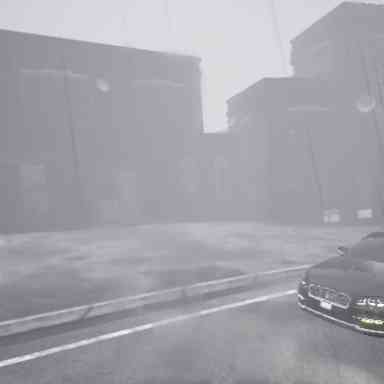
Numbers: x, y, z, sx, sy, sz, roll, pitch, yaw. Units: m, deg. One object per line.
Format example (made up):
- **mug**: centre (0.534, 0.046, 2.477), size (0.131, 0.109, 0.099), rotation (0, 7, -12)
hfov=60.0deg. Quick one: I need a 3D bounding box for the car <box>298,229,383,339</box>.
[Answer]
- **car**: centre (4.153, 1.459, 6.215), size (4.892, 1.490, 1.837), rotation (0, 0, -29)
